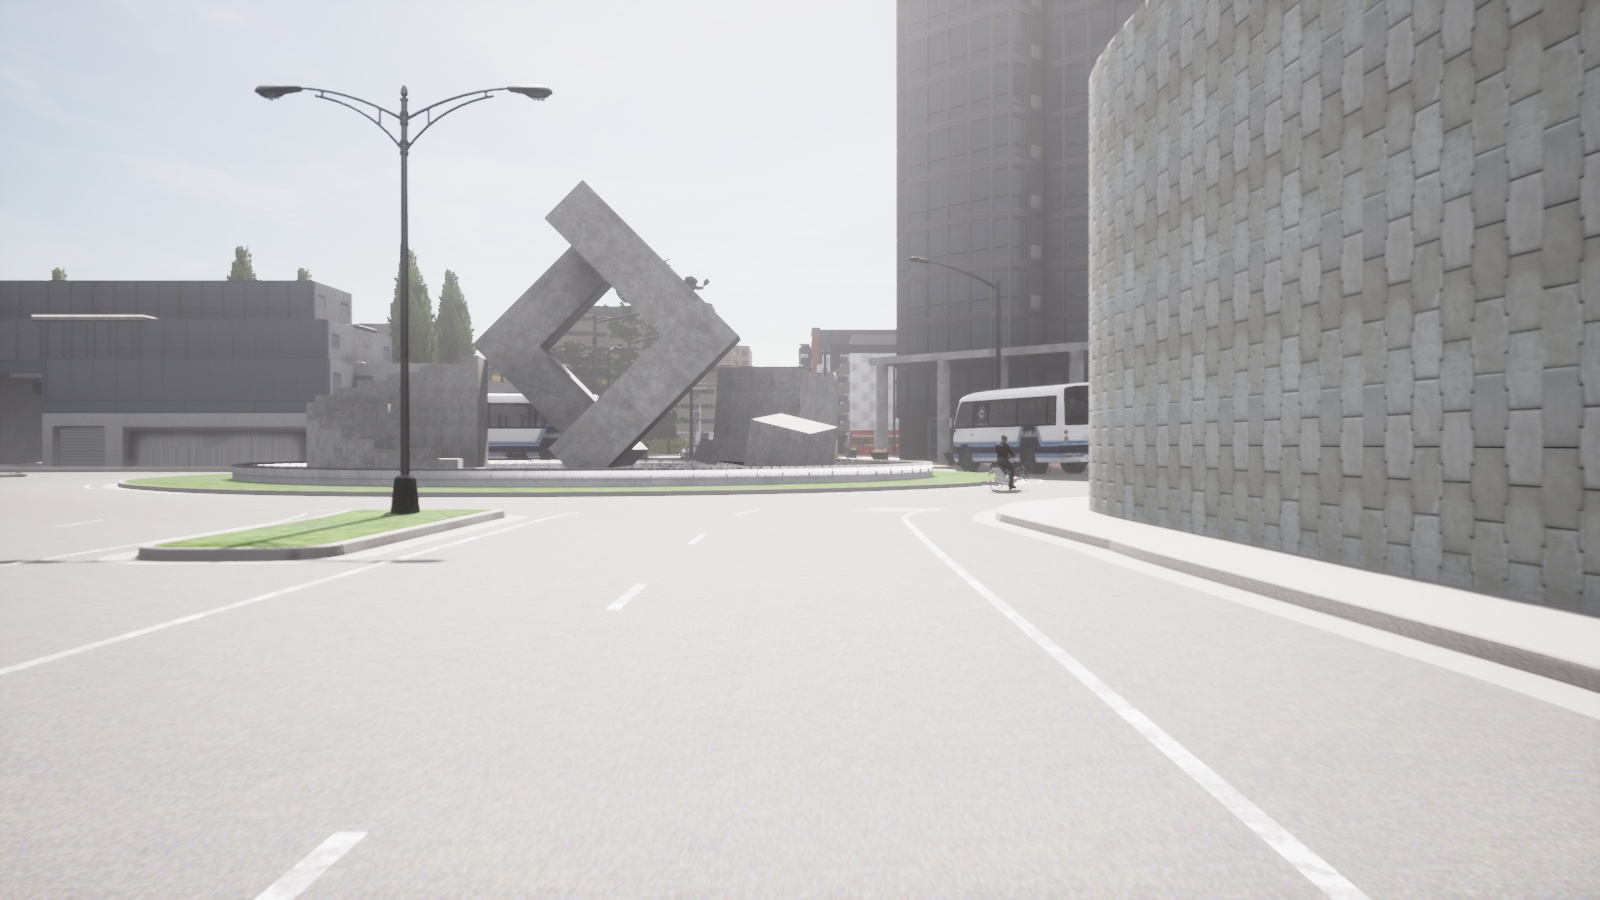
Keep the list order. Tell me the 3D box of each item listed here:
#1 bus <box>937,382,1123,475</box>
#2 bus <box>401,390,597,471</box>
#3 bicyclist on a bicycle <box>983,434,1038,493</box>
[{"bbox_3d":[11.363,-1.012,63.577,3.944,4.253,10.273,-2,1,-24],"label":"bus"},{"bbox_3d":[-16.748,-1.036,69.735,10.273,4.253,3.944,0,0,-18],"label":"bus"},{"bbox_3d":[6.494,0.404,38.687,1.843,1.776,0.659,-1,1,-40],"label":"bicyclist on a bicycle"}]
